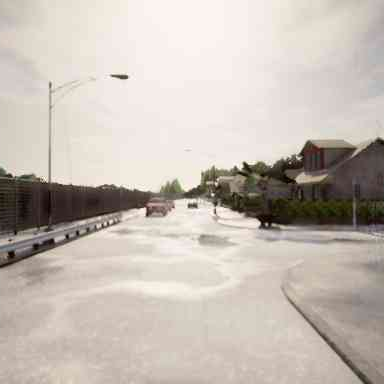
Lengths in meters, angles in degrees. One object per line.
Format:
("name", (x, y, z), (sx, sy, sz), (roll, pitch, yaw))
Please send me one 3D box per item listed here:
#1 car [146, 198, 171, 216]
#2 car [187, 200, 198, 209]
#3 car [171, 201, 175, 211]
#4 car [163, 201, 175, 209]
("car", (-4.070, 1.737, 39.103), (2.150, 2.045, 5.566), (0, -1, 0))
("car", (0.128, 2.309, 62.020), (2.128, 1.511, 4.902), (0, -1, 0))
("car", (-4.064, 1.997, 48.941), (2.097, 1.767, 4.553), (0, -1, 0))
("car", (-4.031, 2.291, 59.552), (1.837, 1.490, 4.892), (0, -1, 0))
